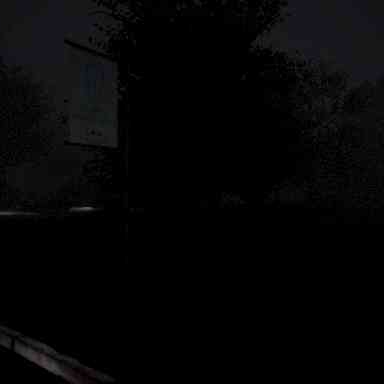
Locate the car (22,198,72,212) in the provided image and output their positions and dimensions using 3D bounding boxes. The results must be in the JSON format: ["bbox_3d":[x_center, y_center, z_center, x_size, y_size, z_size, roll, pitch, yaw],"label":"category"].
[{"bbox_3d":[-16.501,1.470,38.652,1.882,1.535,5.008,0,0,39],"label":"car"}]

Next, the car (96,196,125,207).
[{"bbox_3d":[-10.185,1.185,46.638,2.150,2.045,5.566,0,0,38],"label":"car"}]

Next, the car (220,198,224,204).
[{"bbox_3d":[4.015,1.414,59.863,1.994,1.385,4.181,0,0,34],"label":"car"}]

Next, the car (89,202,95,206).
[{"bbox_3d":[-12.508,1.508,49.342,2.033,1.411,5.357,0,0,38],"label":"car"}]

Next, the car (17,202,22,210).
[{"bbox_3d":[-18.964,1.484,41.176,2.128,1.511,4.902,0,0,39],"label":"car"}]
